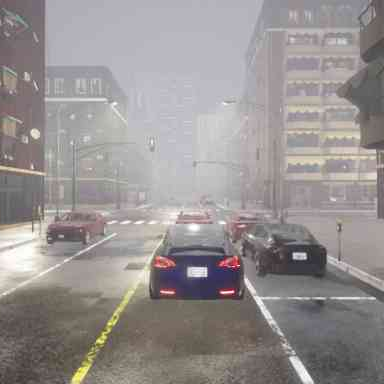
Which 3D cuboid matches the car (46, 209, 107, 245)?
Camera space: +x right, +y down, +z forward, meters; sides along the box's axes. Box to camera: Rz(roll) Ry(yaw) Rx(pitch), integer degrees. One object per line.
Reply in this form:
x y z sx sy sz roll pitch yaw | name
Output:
-5.272 1.550 15.674 1.887 1.381 4.507 1 0 0 | car

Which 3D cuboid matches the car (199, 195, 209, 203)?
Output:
2.585 1.494 70.826 1.967 1.590 4.097 1 0 0 | car

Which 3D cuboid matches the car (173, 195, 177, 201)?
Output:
-5.294 1.623 87.884 1.887 1.381 4.507 1 0 0 | car

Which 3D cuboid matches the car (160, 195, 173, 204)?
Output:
-5.314 1.597 65.126 2.008 1.369 4.403 1 0 0 | car

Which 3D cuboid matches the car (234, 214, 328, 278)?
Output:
2.575 1.569 10.030 1.947 1.339 4.313 1 0 0 | car

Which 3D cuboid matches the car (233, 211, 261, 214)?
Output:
2.576 1.550 15.700 1.887 1.381 4.507 1 0 0 | car

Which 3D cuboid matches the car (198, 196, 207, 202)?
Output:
2.585 1.635 82.205 1.947 1.339 4.313 1 0 0 | car

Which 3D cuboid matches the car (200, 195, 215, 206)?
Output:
2.711 1.578 53.757 1.887 1.381 4.507 1 0 0 | car

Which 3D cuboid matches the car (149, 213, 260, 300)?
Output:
0.102 1.506 8.413 2.163 1.488 4.792 0 0 0 | car

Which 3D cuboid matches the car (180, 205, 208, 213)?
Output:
0.097 1.607 18.136 1.895 1.301 4.718 0 0 0 | car

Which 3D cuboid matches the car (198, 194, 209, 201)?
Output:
2.617 1.359 63.702 2.192 1.841 5.009 1 0 0 | car
